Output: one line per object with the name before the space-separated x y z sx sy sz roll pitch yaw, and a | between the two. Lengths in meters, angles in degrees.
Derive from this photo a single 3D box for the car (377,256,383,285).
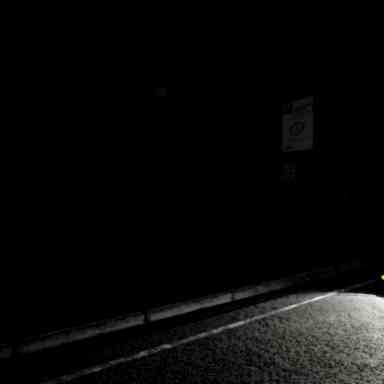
car | 6.200 1.544 7.804 4.181 1.385 1.994 0 0 -36
